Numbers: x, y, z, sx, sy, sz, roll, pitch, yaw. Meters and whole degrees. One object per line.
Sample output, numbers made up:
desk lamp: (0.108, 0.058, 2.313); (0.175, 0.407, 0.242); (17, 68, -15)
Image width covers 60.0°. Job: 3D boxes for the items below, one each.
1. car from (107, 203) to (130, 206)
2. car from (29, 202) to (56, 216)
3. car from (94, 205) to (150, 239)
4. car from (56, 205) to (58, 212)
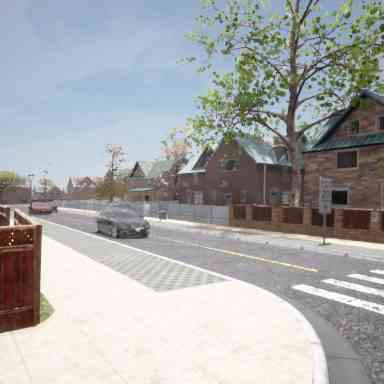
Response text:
car: (-6.363, 1.712, 27.425); (2.097, 1.767, 4.553); (2, -2, -34)
car: (-17.995, 1.961, 39.426); (1.882, 1.535, 5.008); (2, -2, -34)
car: (-4.071, 1.697, 18.789); (1.837, 1.490, 4.892); (2, -2, -34)
car: (-21.422, 2.183, 49.616); (2.128, 1.511, 4.902); (2, -2, -34)
